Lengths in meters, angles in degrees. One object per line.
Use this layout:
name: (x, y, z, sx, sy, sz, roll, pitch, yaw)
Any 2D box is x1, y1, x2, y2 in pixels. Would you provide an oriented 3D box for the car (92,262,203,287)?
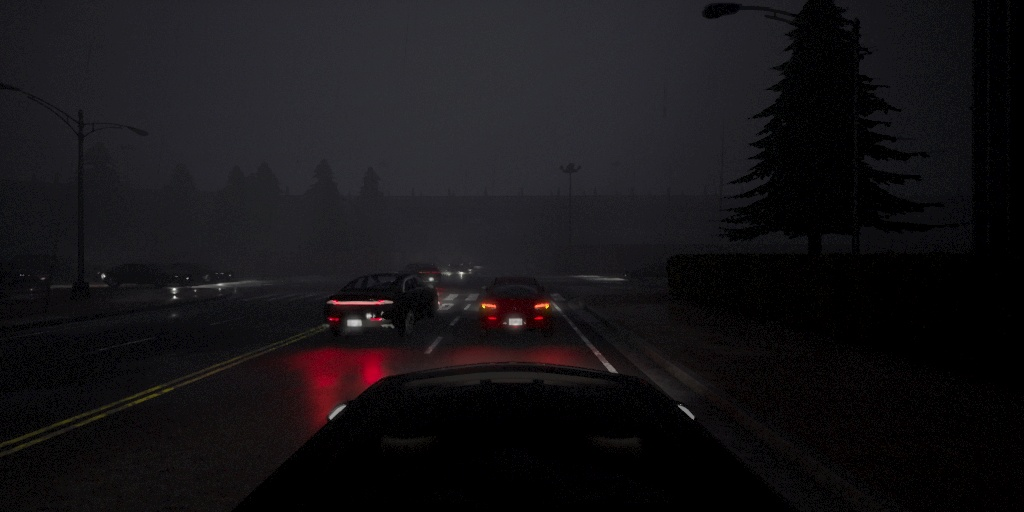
car: (-23.339, 1.199, 23.093, 4.892, 1.490, 1.837, 0, 0, 0)

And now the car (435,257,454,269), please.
car: (-10.583, 1.102, 56.690, 2.097, 1.767, 4.553, 0, 0, 0)

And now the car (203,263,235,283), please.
car: (-23.363, 1.199, 26.588, 4.892, 1.490, 1.837, 0, 0, -1)

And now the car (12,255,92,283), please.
car: (-33.349, 0.917, 26.416, 5.566, 2.045, 2.150, 0, 0, -3)

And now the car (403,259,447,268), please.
car: (-6.534, 1.205, 24.804, 1.837, 1.490, 4.892, 2, -1, -35)

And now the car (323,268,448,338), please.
car: (-3.399, 1.240, 10.169, 2.128, 1.511, 4.902, 0, 0, 0)

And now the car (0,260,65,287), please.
car: (-32.588, 1.186, 22.911, 4.902, 1.511, 2.128, 0, 0, -3)

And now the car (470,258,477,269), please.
car: (-7.104, 1.102, 55.550, 2.097, 1.767, 4.553, 0, 0, -2)

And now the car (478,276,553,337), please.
car: (0.085, 1.276, 10.149, 1.812, 1.442, 4.674, 0, 0, 0)

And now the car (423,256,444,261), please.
car: (-10.585, 0.971, 47.028, 2.150, 2.045, 5.566, 0, 0, 0)

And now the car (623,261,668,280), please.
car: (12.268, 1.242, 30.381, 5.357, 1.411, 2.033, 0, 0, 0)

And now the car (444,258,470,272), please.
car: (-7.087, 1.102, 46.688, 2.097, 1.767, 4.553, 0, 0, 0)
